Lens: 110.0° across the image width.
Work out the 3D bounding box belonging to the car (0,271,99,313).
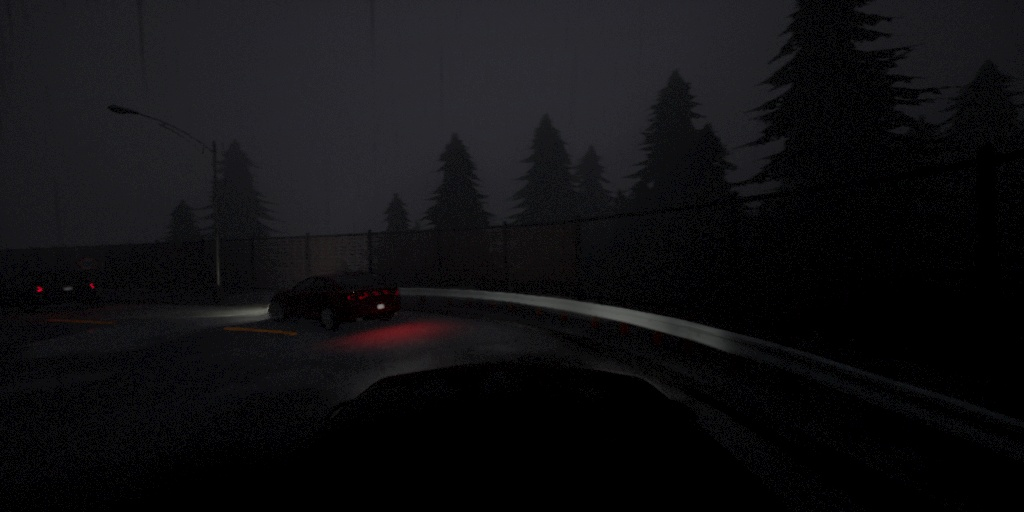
[{"bbox_3d":[-21.457,1.494,16.298,4.553,1.767,2.097,-1,0,16],"label":"car"}]

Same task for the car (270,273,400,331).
[{"bbox_3d":[-5.673,1.284,11.331,5.008,1.535,1.882,-1,0,34],"label":"car"}]
